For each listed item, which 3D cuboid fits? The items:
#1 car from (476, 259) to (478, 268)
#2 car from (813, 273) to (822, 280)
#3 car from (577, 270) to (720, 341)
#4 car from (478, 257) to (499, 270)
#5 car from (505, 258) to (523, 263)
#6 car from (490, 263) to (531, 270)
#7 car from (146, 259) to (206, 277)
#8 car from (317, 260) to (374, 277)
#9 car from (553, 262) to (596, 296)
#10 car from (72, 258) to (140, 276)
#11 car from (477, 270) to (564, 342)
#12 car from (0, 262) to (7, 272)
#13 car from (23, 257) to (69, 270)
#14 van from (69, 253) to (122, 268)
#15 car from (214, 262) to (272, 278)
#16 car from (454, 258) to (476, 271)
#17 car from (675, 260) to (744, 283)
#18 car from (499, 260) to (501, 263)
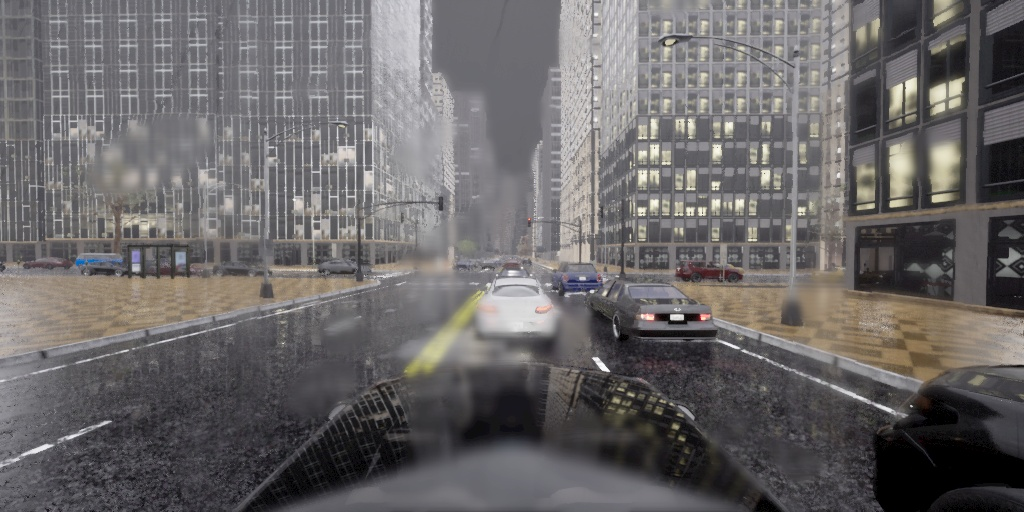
[{"bbox_3d":[-6.539,1.211,58.369,1.837,1.490,4.892,0,0,0],"label":"car"},{"bbox_3d":[27.665,1.579,29.533,4.829,1.417,1.751,0,0,1],"label":"car"},{"bbox_3d":[3.359,1.294,9.810,2.033,1.411,5.357,0,0,0],"label":"car"},{"bbox_3d":[-3.300,1.262,51.255,2.033,1.411,5.357,0,0,0],"label":"car"},{"bbox_3d":[0.060,1.199,46.502,1.882,1.535,5.008,0,0,3],"label":"car"},{"bbox_3d":[0.114,1.288,18.916,2.033,1.411,5.357,0,0,0],"label":"car"},{"bbox_3d":[-28.391,1.138,30.437,4.207,1.307,1.802,0,0,1],"label":"car"},{"bbox_3d":[-15.251,1.121,32.976,4.902,1.511,2.128,0,1,-1],"label":"car"},{"bbox_3d":[3.364,1.093,19.195,2.097,1.767,4.553,0,0,0],"label":"car"},{"bbox_3d":[-34.072,1.069,30.615,4.313,1.339,1.948,0,0,1],"label":"car"},{"bbox_3d":[0.106,1.272,9.671,1.812,1.442,4.674,0,0,0],"label":"car"},{"bbox_3d":[-50.748,0.783,33.667,5.008,1.535,1.882,0,1,2],"label":"car"},{"bbox_3d":[-50.938,0.793,39.405,4.207,1.307,1.802,0,0,1],"label":"car"},{"bbox_3d":[-45.256,0.605,39.285,3.998,1.789,1.690,0,0,1],"label":"van"},{"bbox_3d":[-22.707,1.174,30.299,4.313,1.339,1.948,0,0,1],"label":"car"},{"bbox_3d":[-6.584,1.068,49.272,2.097,1.767,4.553,0,0,1],"label":"car"},{"bbox_3d":[16.217,1.269,29.739,5.009,1.841,2.192,0,0,1],"label":"car"},{"bbox_3d":[-3.277,1.304,61.015,1.895,1.301,4.718,0,0,0],"label":"car"}]
